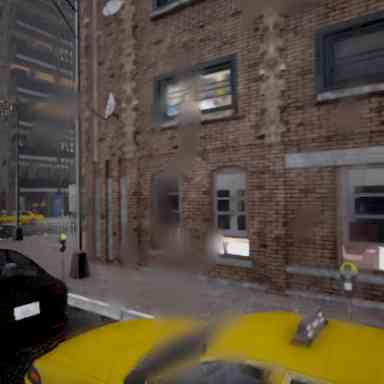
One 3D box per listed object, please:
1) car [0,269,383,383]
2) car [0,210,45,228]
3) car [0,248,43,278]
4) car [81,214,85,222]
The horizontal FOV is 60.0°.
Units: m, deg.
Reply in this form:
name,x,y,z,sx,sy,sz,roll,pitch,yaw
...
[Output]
name,x,y,z,sx,sy,sz,roll,pitch,yaw
car,0.604,1.536,2.446,4.829,1.417,1.752,-1,-1,35
car,-15.126,2.197,28.346,1.752,1.417,4.829,-2,-2,35
car,-3.883,1.646,5.647,4.313,1.339,1.947,-1,-1,35
car,-8.643,2.373,33.060,1.895,1.301,4.718,-1,-2,35
